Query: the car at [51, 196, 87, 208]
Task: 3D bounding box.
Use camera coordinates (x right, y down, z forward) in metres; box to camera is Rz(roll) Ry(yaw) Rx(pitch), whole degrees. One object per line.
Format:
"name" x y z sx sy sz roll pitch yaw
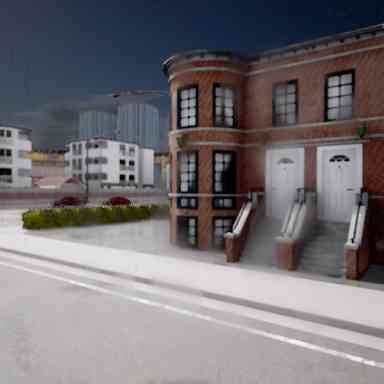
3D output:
"car" -15.832 1.259 42.948 1.812 1.442 4.674 1 0 38

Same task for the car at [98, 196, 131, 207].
"car" -10.290 1.285 44.375 1.812 1.442 4.674 0 0 39
